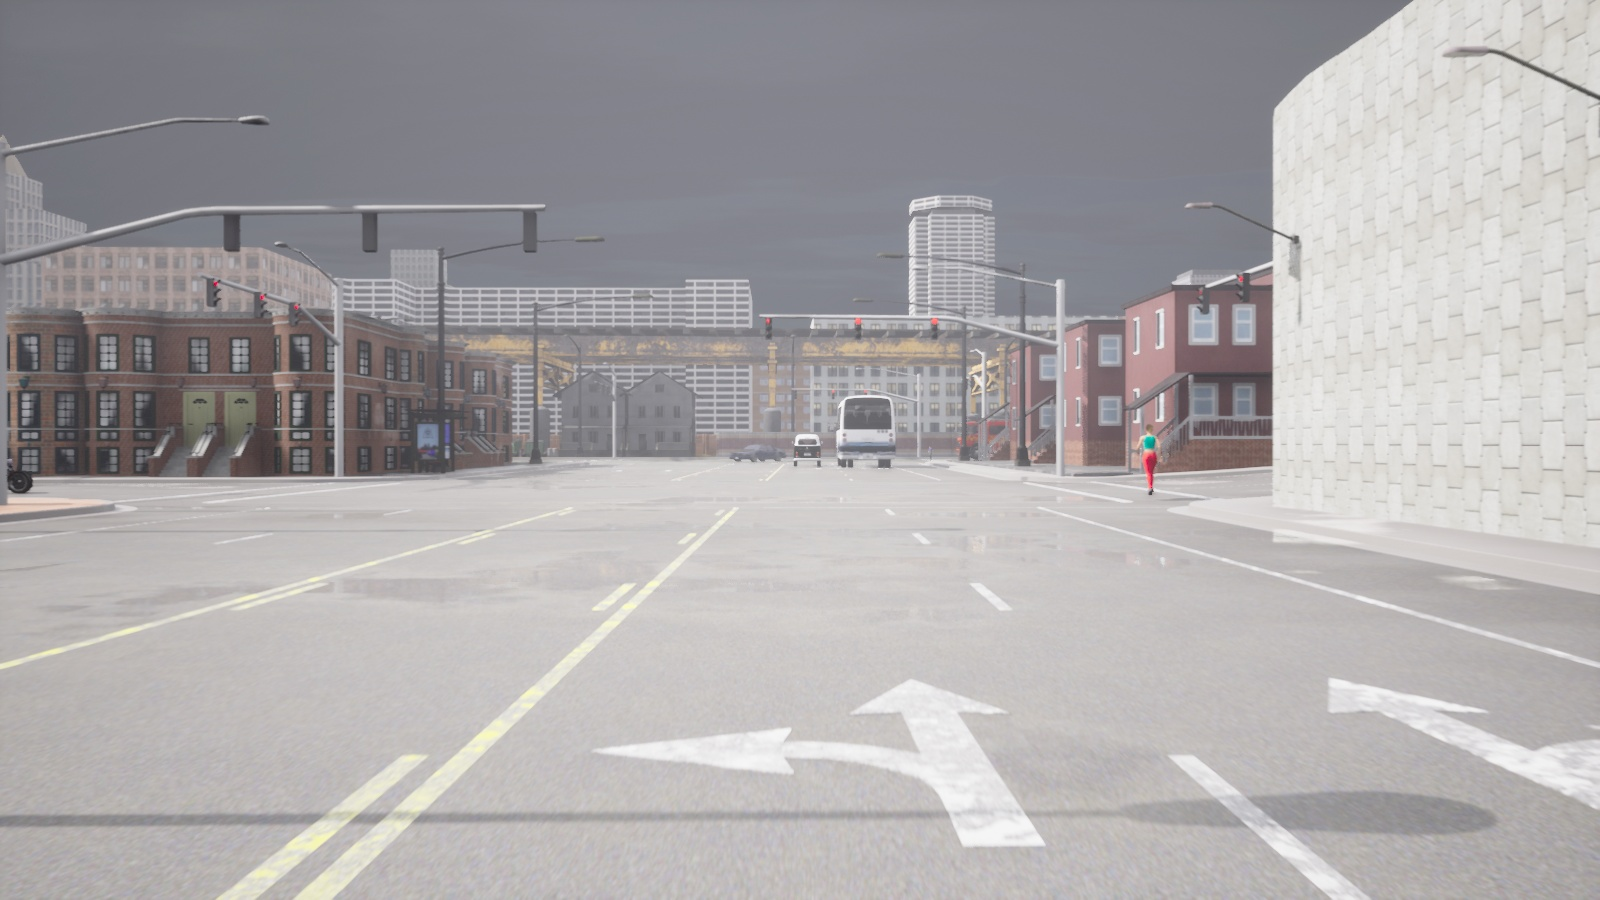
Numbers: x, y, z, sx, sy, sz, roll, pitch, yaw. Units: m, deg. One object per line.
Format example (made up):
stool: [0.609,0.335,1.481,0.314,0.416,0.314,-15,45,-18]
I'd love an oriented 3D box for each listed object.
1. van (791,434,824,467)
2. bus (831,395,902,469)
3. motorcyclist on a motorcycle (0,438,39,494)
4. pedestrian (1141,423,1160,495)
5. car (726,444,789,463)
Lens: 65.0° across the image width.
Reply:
van: [0.472,0.019,80.106,2.069,2.038,4.480,0,0,0]
bus: [3.959,-1.065,77.748,3.944,4.253,10.273,0,0,0]
motorcyclist on a motorcycle: [-23.948,0.468,37.171,2.350,1.649,0.766,0,0,0]
pedestrian: [9.080,0.228,32.552,0.345,1.836,0.594,0,0,1]
car: [-3.284,0.238,98.095,2.033,1.411,5.357,0,0,37]
